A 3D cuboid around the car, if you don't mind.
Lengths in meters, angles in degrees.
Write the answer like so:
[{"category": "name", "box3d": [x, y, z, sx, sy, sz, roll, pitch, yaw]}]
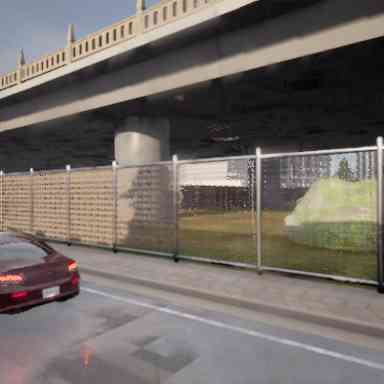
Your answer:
[{"category": "car", "box3d": [-4.289, 1.565, 7.047, 4.674, 1.442, 1.812, 0, 0, 35]}]
